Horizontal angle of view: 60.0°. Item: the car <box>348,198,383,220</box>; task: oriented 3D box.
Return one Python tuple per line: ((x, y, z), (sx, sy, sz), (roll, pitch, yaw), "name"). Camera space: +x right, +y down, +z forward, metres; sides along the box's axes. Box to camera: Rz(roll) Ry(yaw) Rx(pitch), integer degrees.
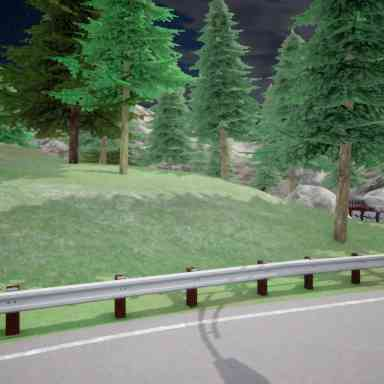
((15.166, 1.367, 28.781), (2.097, 1.767, 4.553), (0, 0, -19), "car")
